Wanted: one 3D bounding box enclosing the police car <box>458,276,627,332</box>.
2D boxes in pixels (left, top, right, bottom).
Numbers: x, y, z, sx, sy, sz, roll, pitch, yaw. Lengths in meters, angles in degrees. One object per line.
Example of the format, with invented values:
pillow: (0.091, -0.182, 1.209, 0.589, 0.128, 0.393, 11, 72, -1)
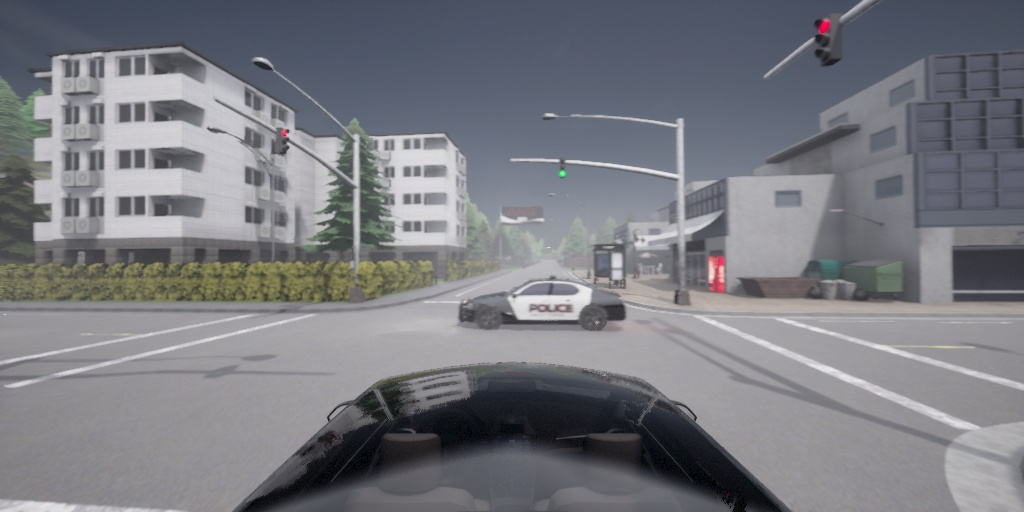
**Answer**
police car: (0.887, 1.430, 11.199, 4.974, 1.542, 2.038, -1, -1, 6)
